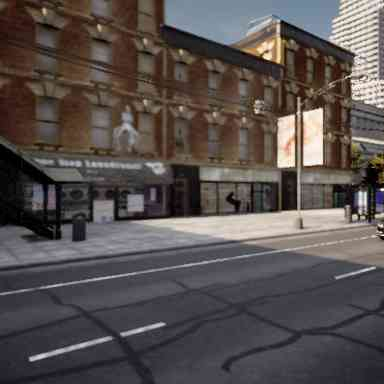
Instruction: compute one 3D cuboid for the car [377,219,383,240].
[{"bbox_3d":[10.751,1.500,15.974,4.902,1.511,2.128,0,0,-36],"label":"car"}]
